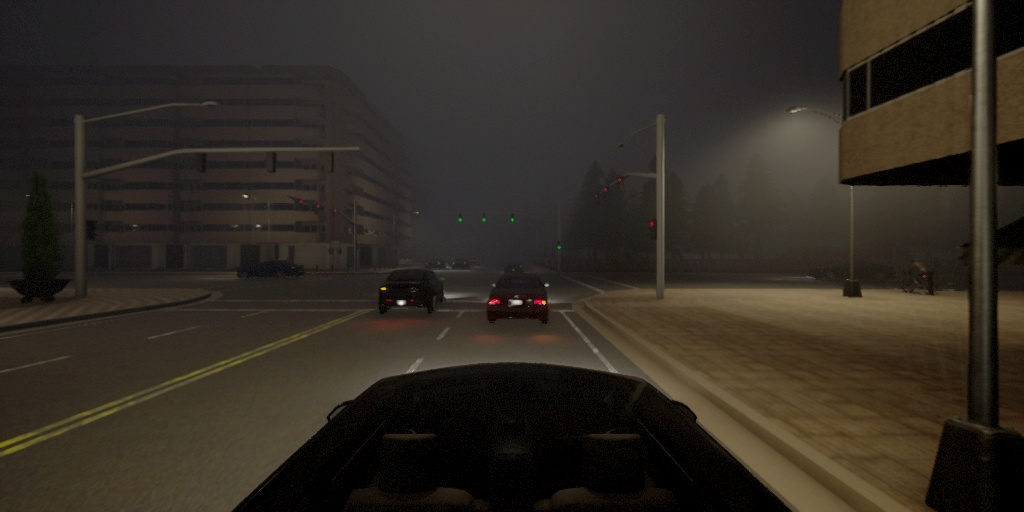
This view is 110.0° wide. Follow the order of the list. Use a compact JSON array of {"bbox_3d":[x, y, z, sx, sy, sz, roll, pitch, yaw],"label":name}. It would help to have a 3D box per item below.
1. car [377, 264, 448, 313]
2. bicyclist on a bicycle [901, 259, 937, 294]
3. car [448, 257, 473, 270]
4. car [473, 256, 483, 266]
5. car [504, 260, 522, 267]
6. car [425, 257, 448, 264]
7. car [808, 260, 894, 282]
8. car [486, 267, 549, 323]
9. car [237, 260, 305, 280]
[{"bbox_3d":[-3.748,1.222,13.834,1.837,1.490,4.892,0,0,-5],"label":"car"},{"bbox_3d":[19.089,0.956,16.853,0.582,1.620,1.656,0,0,7],"label":"bicyclist on a bicycle"},{"bbox_3d":[-7.053,0.977,49.625,2.097,1.767,4.553,0,0,0],"label":"car"},{"bbox_3d":[-6.991,0.937,65.087,2.097,1.767,4.553,0,0,1],"label":"car"},{"bbox_3d":[0.122,1.179,38.149,1.812,1.442,4.674,0,0,0],"label":"car"},{"bbox_3d":[-10.551,0.977,49.647,2.097,1.767,4.553,0,0,0],"label":"car"},{"bbox_3d":[25.814,1.106,27.470,5.008,1.535,1.882,0,0,16],"label":"car"},{"bbox_3d":[0.268,1.271,12.015,2.033,1.411,5.357,0,0,3],"label":"car"},{"bbox_3d":[-19.639,1.100,29.264,5.008,1.535,1.882,0,0,3],"label":"car"}]
